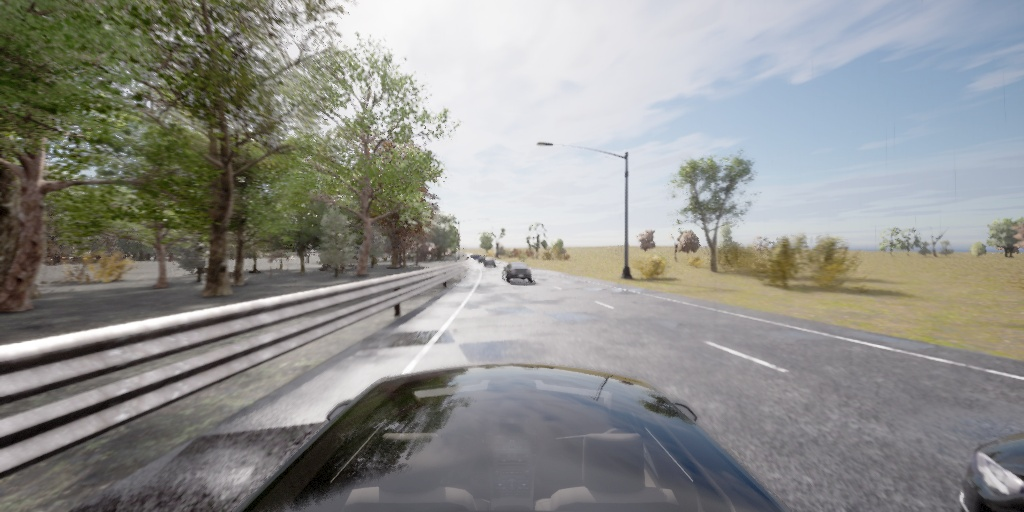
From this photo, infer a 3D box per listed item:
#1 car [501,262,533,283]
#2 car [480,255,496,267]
[{"bbox_3d":[0.343,1.181,26.896,1.812,1.442,4.674,0,0,-7],"label":"car"},{"bbox_3d":[-3.792,1.007,59.919,2.128,1.511,4.902,0,0,-7],"label":"car"}]
